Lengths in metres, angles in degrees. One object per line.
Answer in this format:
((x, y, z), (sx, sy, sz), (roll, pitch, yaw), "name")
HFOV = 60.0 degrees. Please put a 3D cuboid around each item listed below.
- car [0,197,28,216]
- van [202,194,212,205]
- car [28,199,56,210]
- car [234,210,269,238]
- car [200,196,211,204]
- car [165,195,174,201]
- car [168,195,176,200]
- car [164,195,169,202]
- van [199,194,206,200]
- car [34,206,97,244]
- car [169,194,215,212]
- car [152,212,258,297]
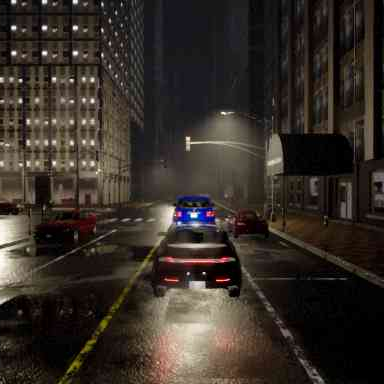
((-18.597, 1.308, 31.109), (5.009, 1.841, 2.192), (0, 0, 1), "car")
((2.708, 1.328, 60.731), (1.690, 1.788, 3.998), (0, 0, 0), "van")
((-18.507, 1.498, 39.491), (4.403, 1.369, 2.008), (0, 0, 1), "car")
((2.821, 1.580, 17.138), (1.802, 1.307, 4.206), (0, 0, 0), "car")
((2.711, 1.536, 66.427), (2.008, 1.369, 4.403), (0, 0, 0), "car")
((-5.662, 1.541, 83.522), (1.947, 1.339, 4.313), (0, 0, 0), "car")
((-5.658, 1.533, 94.915), (1.947, 1.339, 4.313), (0, 0, 0), "car")
((-5.665, 1.524, 77.825), (1.887, 1.381, 4.507), (0, 0, 0), "car")
((2.719, 1.312, 89.214), (1.690, 1.788, 3.998), (0, 0, 0), "van")
((-5.819, 1.543, 15.765), (1.887, 1.381, 4.507), (0, 0, 0), "car")
((0.096, 1.219, 18.457), (2.150, 2.045, 5.566), (0, 0, 0), "car")
((0.102, 1.491, 8.538), (2.128, 1.511, 4.902), (0, 0, 0), "car")
